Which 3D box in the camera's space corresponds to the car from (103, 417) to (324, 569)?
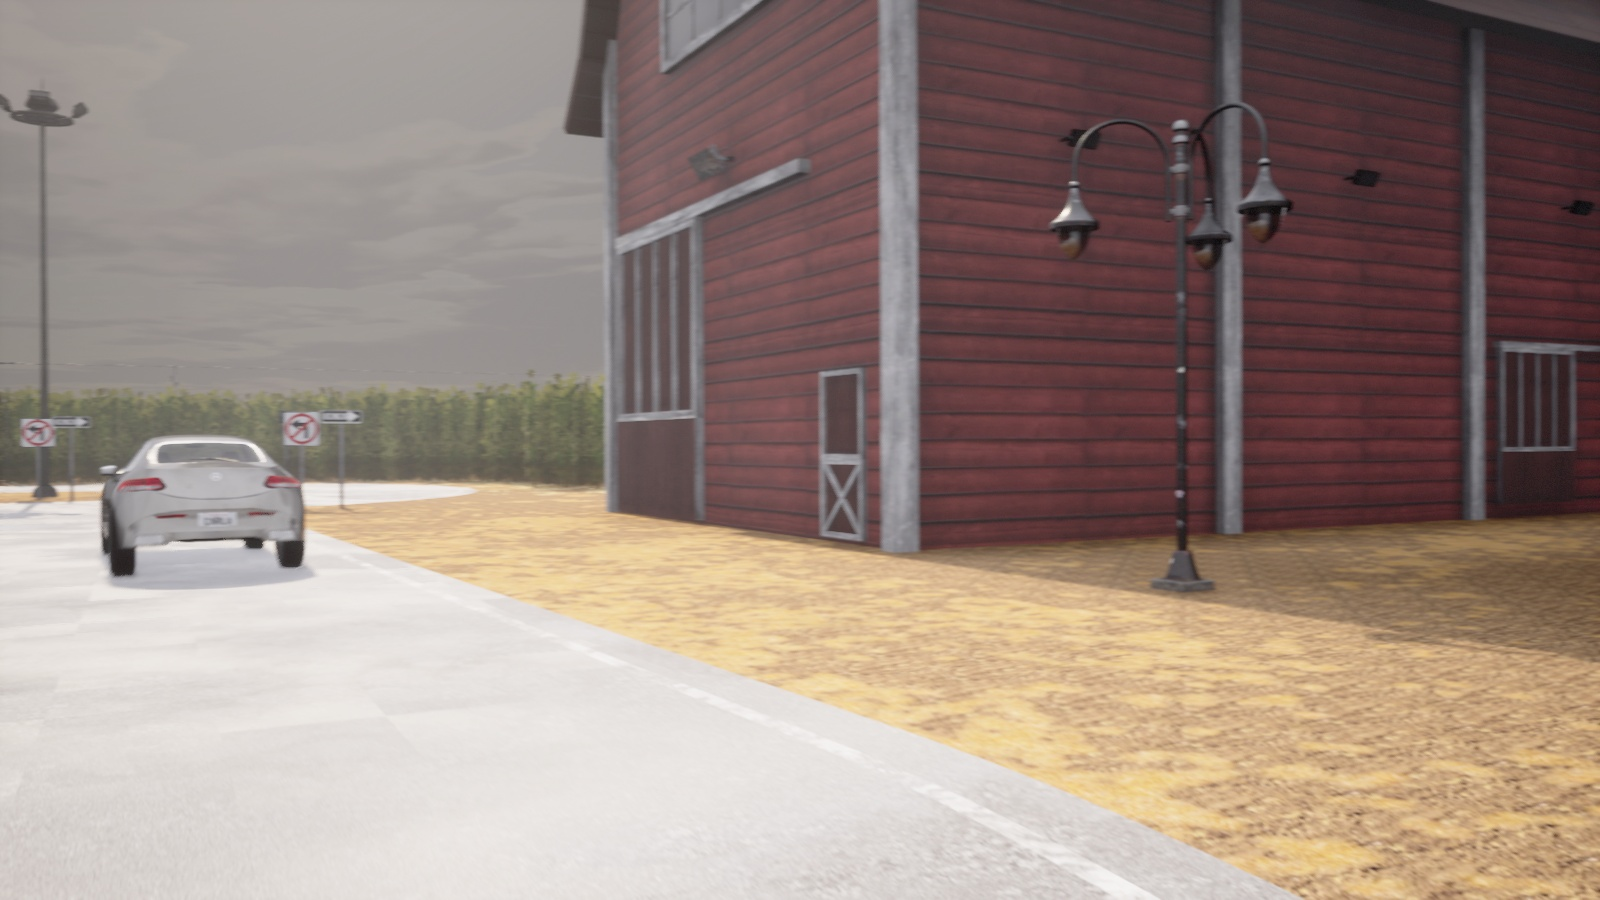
[{"bbox_3d":[-7.781,0.458,16.362,2.152,1.651,5.027,0,0,-30],"label":"car"}]
